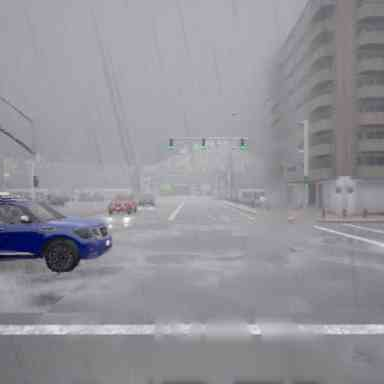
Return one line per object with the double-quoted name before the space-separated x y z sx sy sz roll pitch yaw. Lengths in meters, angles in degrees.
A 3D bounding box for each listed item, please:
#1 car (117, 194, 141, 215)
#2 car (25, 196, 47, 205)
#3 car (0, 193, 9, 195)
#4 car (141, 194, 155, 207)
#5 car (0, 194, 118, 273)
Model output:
"car" -7.169 1.252 34.879 2.150 2.045 5.566 0 0 0
"car" -26.823 1.445 57.233 1.970 1.475 3.806 0 0 0
"car" -43.713 1.221 74.690 1.905 1.878 3.866 0 0 0
"car" -7.197 1.267 52.944 2.150 2.045 5.566 0 0 0
"car" -5.340 1.204 10.080 5.566 2.045 2.150 0 0 -1
